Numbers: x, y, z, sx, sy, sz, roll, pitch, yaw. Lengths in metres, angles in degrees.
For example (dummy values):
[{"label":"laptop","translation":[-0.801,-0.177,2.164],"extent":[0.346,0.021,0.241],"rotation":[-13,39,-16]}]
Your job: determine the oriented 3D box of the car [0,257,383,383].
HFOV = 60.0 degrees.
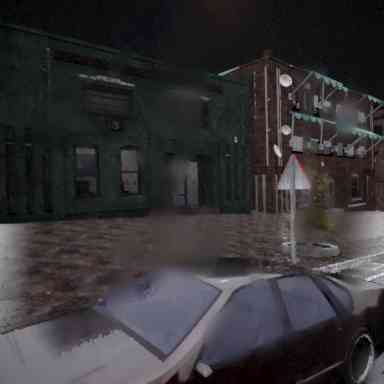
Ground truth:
[{"label":"car","translation":[0.335,1.518,3.697],"extent":[5.357,1.411,2.033],"rotation":[2,-1,-37]}]
